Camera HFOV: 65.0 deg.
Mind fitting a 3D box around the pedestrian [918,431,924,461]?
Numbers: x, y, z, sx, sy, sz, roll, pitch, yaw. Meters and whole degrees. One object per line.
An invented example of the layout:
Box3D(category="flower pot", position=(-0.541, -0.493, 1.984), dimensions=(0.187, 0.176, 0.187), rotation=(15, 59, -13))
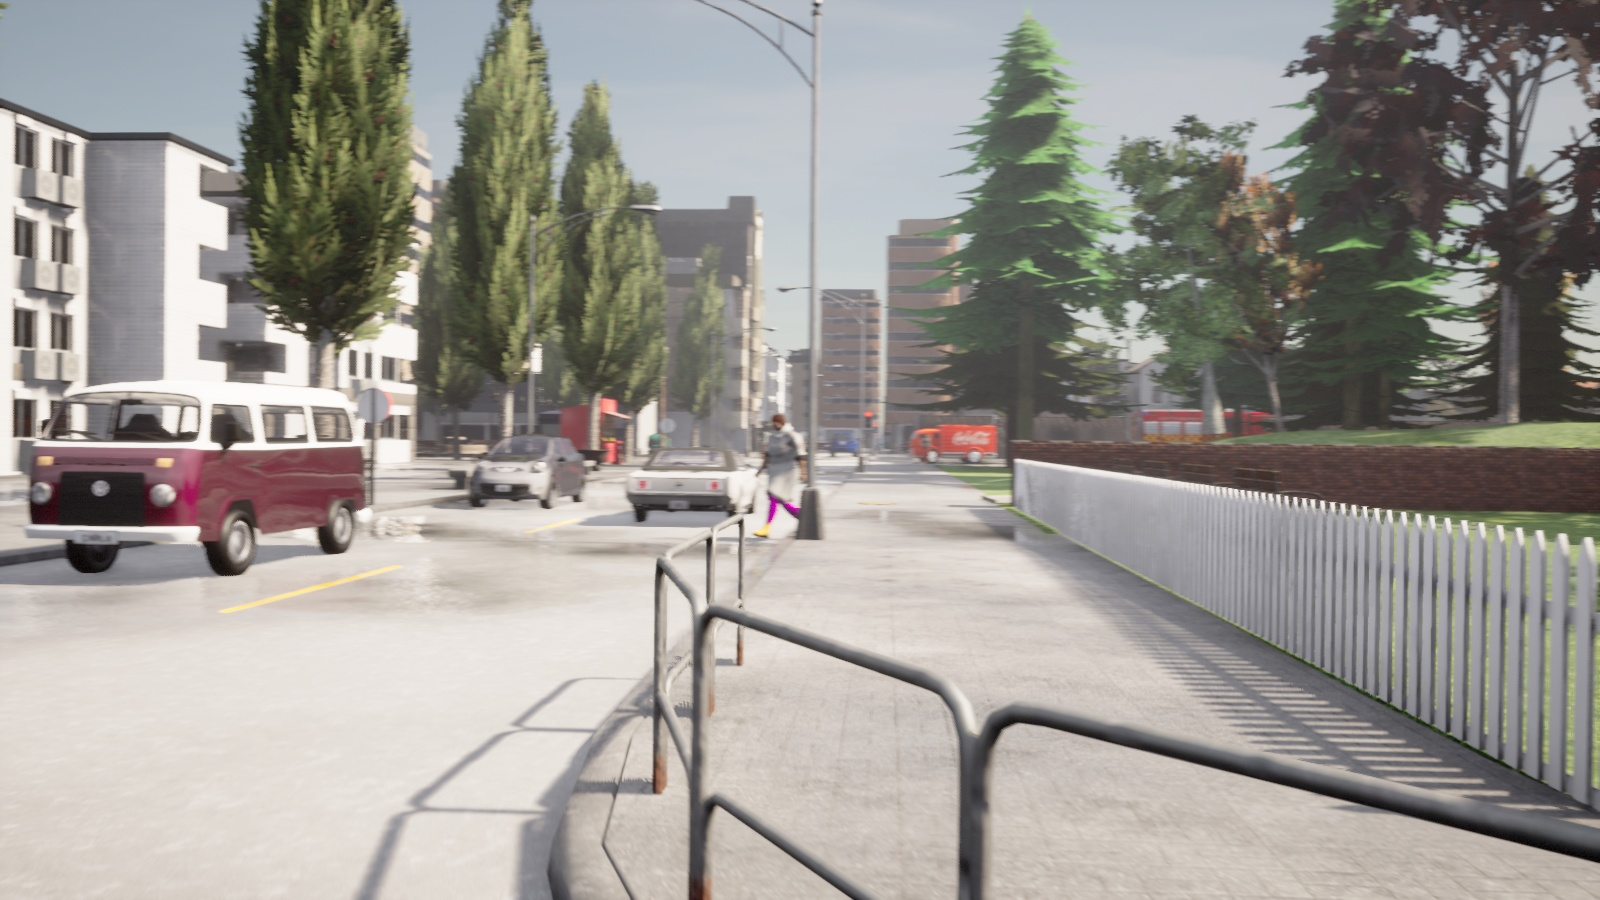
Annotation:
Box3D(category="pedestrian", position=(7.393, -0.248, 76.730), dimensions=(0.353, 1.847, 0.614), rotation=(0, 1, 4))

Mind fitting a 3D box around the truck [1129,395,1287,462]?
Box3D(category="truck", position=(24.058, -1.235, 74.389), dimensions=(8.468, 3.827, 2.891), rotation=(0, 1, 4))

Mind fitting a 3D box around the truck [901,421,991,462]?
Box3D(category="truck", position=(9.158, -0.517, 79.050), dimensions=(5.204, 2.467, 2.627), rotation=(0, 0, -4))

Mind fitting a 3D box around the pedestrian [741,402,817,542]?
Box3D(category="pedestrian", position=(-0.306, 0.303, 18.113), dimensions=(0.873, 1.952, 0.659), rotation=(-1, 1, -33))

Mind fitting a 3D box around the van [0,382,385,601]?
Box3D(category="van", position=(-6.514, 0.367, 13.979), dimensions=(2.069, 2.038, 4.480), rotation=(0, 1, 4))

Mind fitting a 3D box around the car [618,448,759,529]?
Box3D(category="car", position=(-1.922, 0.636, 23.112), dimensions=(1.895, 1.301, 4.718), rotation=(0, 1, 4))

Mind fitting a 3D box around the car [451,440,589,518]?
Box3D(category="car", position=(-5.736, 0.543, 26.170), dimensions=(1.845, 1.501, 3.633), rotation=(0, 1, 4))
